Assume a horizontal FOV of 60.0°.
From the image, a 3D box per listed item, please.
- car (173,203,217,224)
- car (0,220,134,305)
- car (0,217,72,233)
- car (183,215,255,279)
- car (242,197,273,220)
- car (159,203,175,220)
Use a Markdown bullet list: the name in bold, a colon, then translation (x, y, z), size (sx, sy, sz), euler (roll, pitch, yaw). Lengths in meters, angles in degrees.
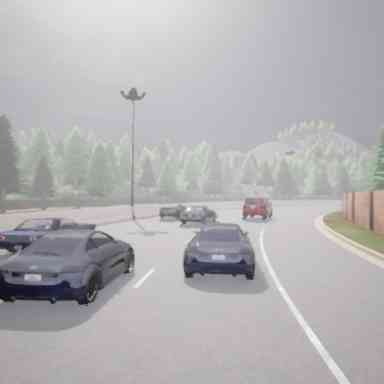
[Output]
- **car**: translation (0.569, 1.764, 25.999), size (2.033, 1.411, 5.357), euler (0, 0, 17)
- **car**: translation (-2.842, 1.617, 8.337), size (1.994, 1.385, 4.181), euler (0, 0, 5)
- **car**: translation (-5.726, 1.683, 13.822), size (1.895, 1.301, 4.718), euler (0, 0, 9)
- **car**: translation (0.907, 1.656, 10.503), size (1.994, 1.385, 4.181), euler (0, 0, 7)
- **car**: translation (6.347, 1.519, 31.943), size (2.150, 2.045, 5.566), euler (0, -1, 21)
- **car**: translation (-1.392, 1.738, 31.032), size (2.128, 1.511, 4.902), euler (0, -1, 19)
